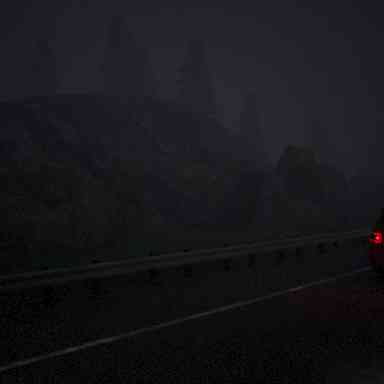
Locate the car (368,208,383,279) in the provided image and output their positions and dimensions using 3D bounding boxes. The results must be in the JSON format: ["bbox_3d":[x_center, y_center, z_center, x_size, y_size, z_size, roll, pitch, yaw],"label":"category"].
[{"bbox_3d":[6.963,1.301,9.093,5.566,2.045,2.150,0,0,-38],"label":"car"}]
